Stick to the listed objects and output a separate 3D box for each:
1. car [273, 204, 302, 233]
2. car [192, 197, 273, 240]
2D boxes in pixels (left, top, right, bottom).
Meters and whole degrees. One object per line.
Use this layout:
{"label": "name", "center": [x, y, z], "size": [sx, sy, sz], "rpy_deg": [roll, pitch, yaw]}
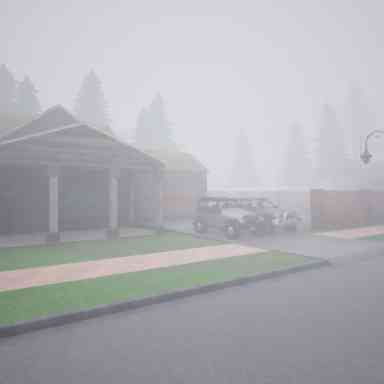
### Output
{"label": "car", "center": [3.474, 1.174, 17.866], "size": [1.932, 1.855, 4.605], "rpy_deg": [0, 0, -36]}
{"label": "car", "center": [1.664, 1.176, 16.079], "size": [1.905, 1.878, 3.866], "rpy_deg": [0, 0, -36]}
